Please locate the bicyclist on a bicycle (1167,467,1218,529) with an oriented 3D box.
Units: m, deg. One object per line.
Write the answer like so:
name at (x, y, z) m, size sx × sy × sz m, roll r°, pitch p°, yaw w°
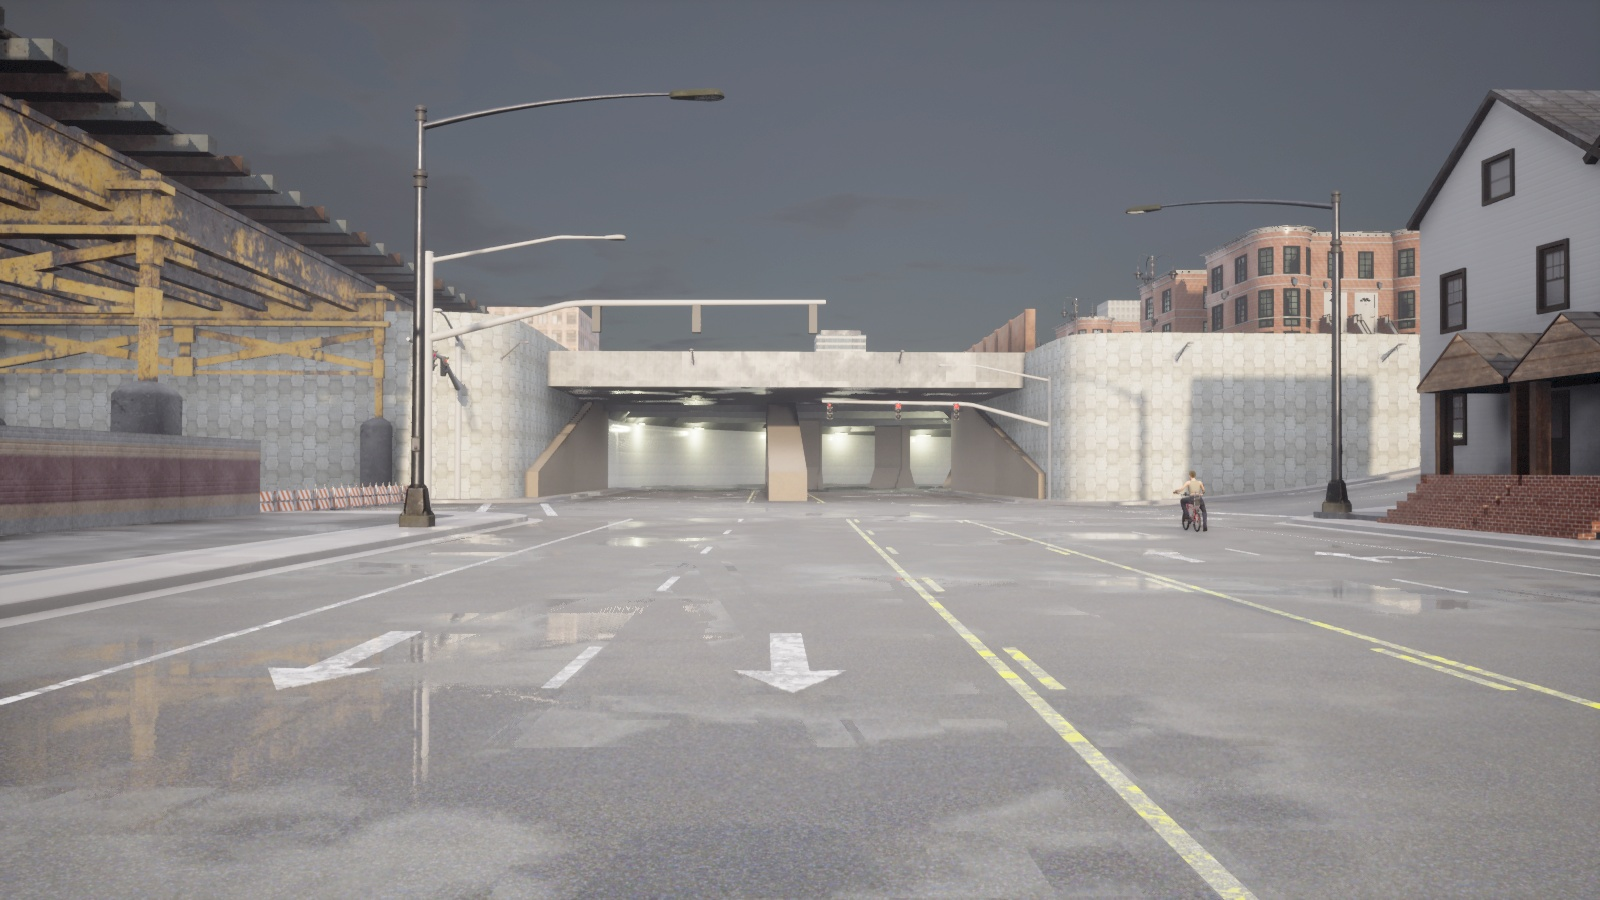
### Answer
bicyclist on a bicycle at (10.414, 1.269, 33.382) m, size 0.866 × 1.612 × 1.509 m, roll 0°, pitch -1°, yaw 0°
